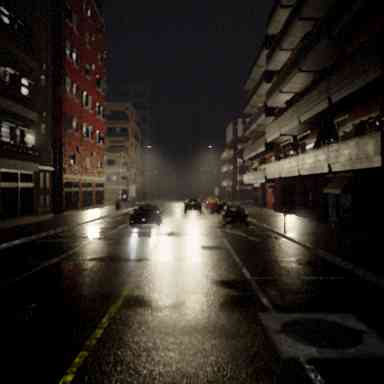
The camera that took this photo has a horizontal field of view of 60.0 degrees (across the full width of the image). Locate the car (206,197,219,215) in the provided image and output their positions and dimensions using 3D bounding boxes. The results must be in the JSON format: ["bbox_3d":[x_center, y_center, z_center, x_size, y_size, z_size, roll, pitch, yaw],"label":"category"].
[{"bbox_3d":[2.689,1.520,33.362,1.887,1.381,4.507,-1,0,0],"label":"car"}]

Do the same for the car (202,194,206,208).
[{"bbox_3d":[2.691,1.410,44.731,1.967,1.590,4.097,-1,0,0],"label":"car"}]

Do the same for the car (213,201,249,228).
[{"bbox_3d":[2.686,1.533,21.992,2.008,1.369,4.403,-1,0,0],"label":"car"}]

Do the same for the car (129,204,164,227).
[{"bbox_3d":[-3.006,1.546,22.718,1.994,1.385,4.181,0,0,1],"label":"car"}]

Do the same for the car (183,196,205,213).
[{"bbox_3d":[0.110,1.478,35.831,1.837,1.490,4.892,0,0,0],"label":"car"}]

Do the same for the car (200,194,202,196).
[{"bbox_3d":[2.705,1.399,94.017,1.967,1.590,4.097,-1,0,0],"label":"car"}]
